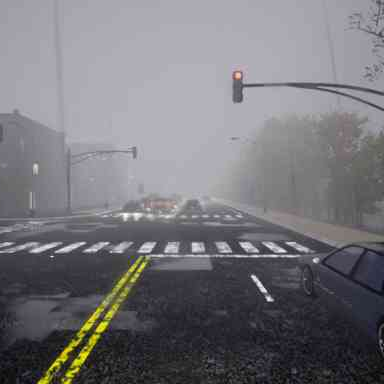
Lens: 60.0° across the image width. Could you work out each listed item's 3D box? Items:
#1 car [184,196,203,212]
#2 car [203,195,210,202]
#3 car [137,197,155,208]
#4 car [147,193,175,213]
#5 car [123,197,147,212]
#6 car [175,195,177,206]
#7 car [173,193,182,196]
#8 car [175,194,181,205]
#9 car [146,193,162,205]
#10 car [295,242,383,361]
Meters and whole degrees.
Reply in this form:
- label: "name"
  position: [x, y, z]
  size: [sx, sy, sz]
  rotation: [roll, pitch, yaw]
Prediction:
- label: "car"
  position: [0.090, 1.520, 39.136]
  size: [1.812, 1.442, 4.674]
  rotation: [0, 0, 0]
- label: "car"
  position: [3.149, 1.470, 78.813]
  size: [1.882, 1.535, 5.008]
  rotation: [0, 0, 0]
- label: "car"
  position: [-6.623, 1.499, 48.422]
  size: [1.837, 1.490, 4.892]
  rotation: [0, 0, 0]
- label: "car"
  position: [-3.350, 1.347, 36.509]
  size: [2.097, 1.767, 4.553]
  rotation: [0, 0, 0]
- label: "car"
  position: [-6.603, 1.558, 38.027]
  size: [1.994, 1.385, 4.181]
  rotation: [0, 0, 0]
- label: "car"
  position: [-3.369, 1.499, 45.380]
  size: [1.837, 1.490, 4.892]
  rotation: [0, 0, 0]
- label: "car"
  position: [-3.327, 1.215, 69.323]
  size: [2.150, 2.045, 5.566]
  rotation: [0, 0, 0]
- label: "car"
  position: [-3.383, 1.486, 56.066]
  size: [2.128, 1.511, 4.902]
  rotation: [0, 0, 0]
- label: "car"
  position: [-6.629, 1.215, 58.941]
  size: [2.150, 2.045, 5.566]
  rotation: [0, 0, 0]
- label: "car"
  position: [3.353, 1.546, 5.448]
  size: [2.033, 1.411, 5.357]
  rotation: [0, 0, 0]
